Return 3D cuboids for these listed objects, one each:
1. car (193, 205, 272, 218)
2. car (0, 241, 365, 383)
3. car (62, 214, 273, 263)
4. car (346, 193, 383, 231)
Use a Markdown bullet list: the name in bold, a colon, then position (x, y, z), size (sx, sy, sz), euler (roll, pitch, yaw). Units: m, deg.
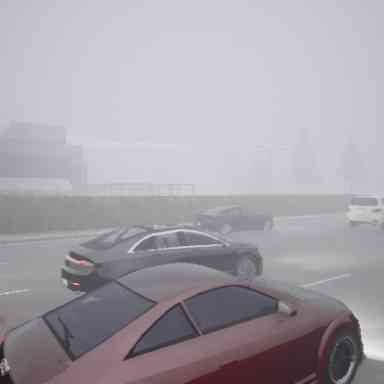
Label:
- **car**: position (2.347, 1.477, 18.309), size (5.008, 1.535, 1.882), euler (0, 0, -35)
- **car**: position (0.129, 1.564, 3.837), size (4.181, 1.385, 1.994), euler (0, 0, -35)
- **car**: position (-0.447, 1.491, 7.724), size (4.902, 1.511, 2.128), euler (0, 0, -35)
- **car**: position (11.937, 1.221, 20.846), size (5.566, 2.045, 2.150), euler (0, 0, -35)
